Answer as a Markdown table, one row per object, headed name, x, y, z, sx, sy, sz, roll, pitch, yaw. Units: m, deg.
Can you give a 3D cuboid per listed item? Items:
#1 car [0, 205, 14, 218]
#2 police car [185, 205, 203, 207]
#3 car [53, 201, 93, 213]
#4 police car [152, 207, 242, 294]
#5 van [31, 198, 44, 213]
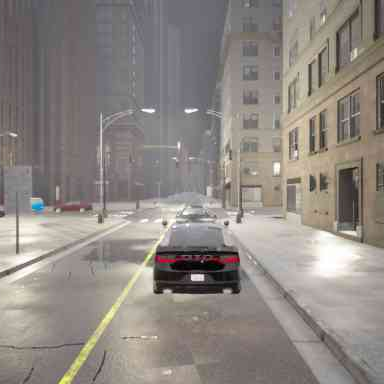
| name | x | y | z | sx | sy | sz | roll | pitch | yaw |
| --- | --- | --- | --- | --- | --- | --- | --- | --- | --- |
| car | -19.612 | 1.524 | 30.591 | 5.009 | 1.841 | 2.192 | -1 | 0 | 0 |
| police car | 0.120 | 1.510 | 18.522 | 2.038 | 1.542 | 4.974 | 0 | 0 | 0 |
| car | -13.958 | 1.727 | 39.094 | 4.507 | 1.381 | 1.887 | -1 | 0 | 0 |
| police car | 0.107 | 1.427 | 8.917 | 1.930 | 1.638 | 5.238 | 0 | 0 | 0 |
| van | -19.584 | 1.592 | 39.117 | 3.998 | 1.788 | 1.690 | -1 | 0 | 0 |
